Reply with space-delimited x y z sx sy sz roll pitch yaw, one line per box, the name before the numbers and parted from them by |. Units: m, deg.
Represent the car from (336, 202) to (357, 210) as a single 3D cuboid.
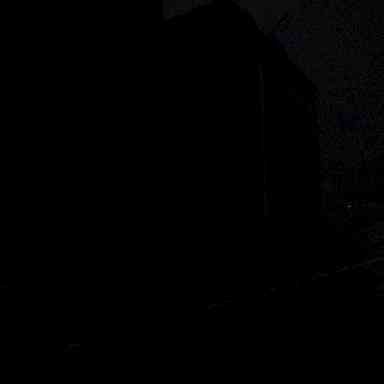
car | 28.006 2.525 60.535 1.837 1.490 4.892 -2 -3 -5
